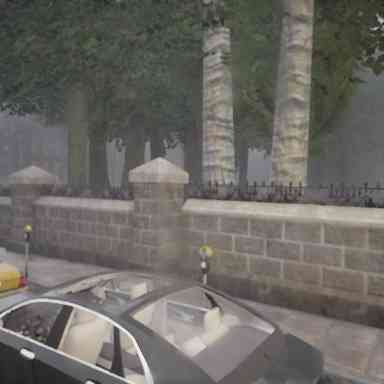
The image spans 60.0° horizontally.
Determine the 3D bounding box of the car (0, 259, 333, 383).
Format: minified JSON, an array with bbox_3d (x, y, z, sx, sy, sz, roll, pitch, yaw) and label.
[{"bbox_3d":[-0.905,1.535,3.442,4.403,1.369,2.008,0,2,36],"label":"car"}]
